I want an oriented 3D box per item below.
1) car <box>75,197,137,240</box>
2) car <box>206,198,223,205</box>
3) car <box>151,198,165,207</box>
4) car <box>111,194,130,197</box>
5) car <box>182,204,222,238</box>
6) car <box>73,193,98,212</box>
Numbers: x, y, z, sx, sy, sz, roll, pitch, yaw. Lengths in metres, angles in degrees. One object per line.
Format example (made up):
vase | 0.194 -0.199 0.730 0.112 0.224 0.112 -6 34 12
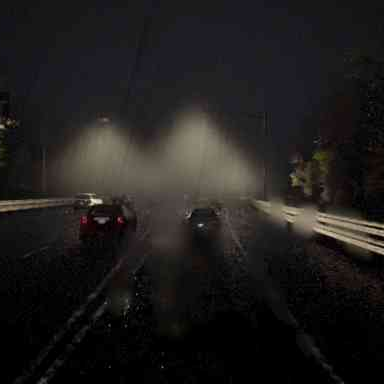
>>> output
car | -4.093 1.337 16.997 2.097 1.767 4.553 0 0 -2
car | 2.841 1.584 42.323 1.837 1.490 4.892 0 -1 8
car | -5.129 1.559 50.095 1.994 1.385 4.181 0 0 -2
car | -8.292 1.195 39.325 2.150 2.045 5.566 0 0 -2
car | 0.568 1.574 17.959 1.994 1.385 4.181 0 0 3
car | -11.746 1.175 37.801 2.150 2.045 5.566 0 0 -2
